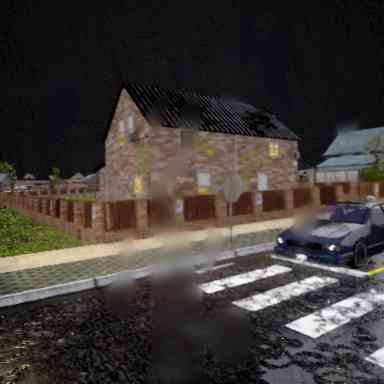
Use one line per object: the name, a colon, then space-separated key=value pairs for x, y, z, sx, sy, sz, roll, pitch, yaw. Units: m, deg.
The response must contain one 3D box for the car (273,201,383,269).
car: x=4.616 y=0.981 z=9.349 sx=5.357 sy=1.411 sz=2.033 roll=-4 pitch=2 yaw=-38
